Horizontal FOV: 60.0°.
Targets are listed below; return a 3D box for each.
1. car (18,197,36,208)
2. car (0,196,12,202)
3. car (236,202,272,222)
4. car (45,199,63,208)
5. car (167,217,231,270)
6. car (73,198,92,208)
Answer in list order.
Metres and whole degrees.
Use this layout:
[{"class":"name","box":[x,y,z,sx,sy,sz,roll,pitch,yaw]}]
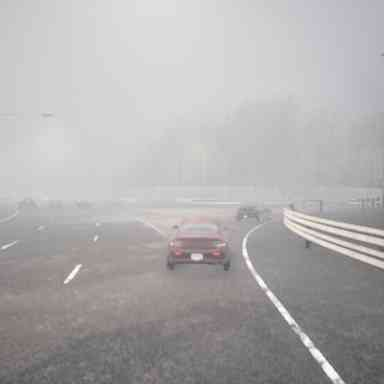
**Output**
[{"class":"car","box":[-24.424,1.456,49.171,2.097,1.767,4.553,0,0,-33]},{"class":"car","box":[-46.753,1.655,82.833,5.008,1.535,1.882,0,0,34]},{"class":"car","box":[5.069,1.559,26.830,1.837,1.490,4.892,-1,0,27]},{"class":"car","box":[-20.697,1.669,49.833,1.994,1.385,4.181,0,0,-32]},{"class":"car","box":[0.301,1.548,11.080,1.812,1.442,4.674,0,0,4]},{"class":"car","box":[-16.168,1.629,49.125,1.812,1.442,4.674,0,0,-31]}]
